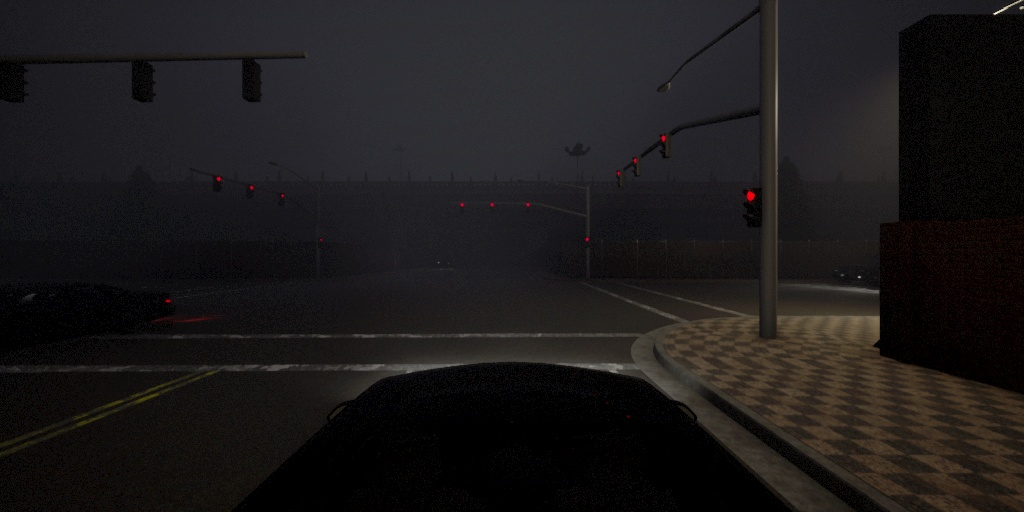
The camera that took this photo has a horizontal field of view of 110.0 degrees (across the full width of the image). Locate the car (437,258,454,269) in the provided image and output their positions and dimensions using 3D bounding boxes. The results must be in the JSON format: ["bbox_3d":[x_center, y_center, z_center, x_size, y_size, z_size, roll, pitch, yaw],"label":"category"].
[{"bbox_3d":[-10.481,1.056,56.937,2.097,1.767,4.553,0,0,0],"label":"car"}]

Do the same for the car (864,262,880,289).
[{"bbox_3d":[23.302,1.218,20.320,4.674,1.442,1.812,0,0,0],"label":"car"}]

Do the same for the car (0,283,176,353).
[{"bbox_3d":[-10.504,1.321,7.783,2.033,1.411,5.357,0,1,0],"label":"car"}]

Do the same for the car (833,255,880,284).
[{"bbox_3d":[24.730,0.913,23.833,5.566,2.045,2.150,0,0,0],"label":"car"}]
